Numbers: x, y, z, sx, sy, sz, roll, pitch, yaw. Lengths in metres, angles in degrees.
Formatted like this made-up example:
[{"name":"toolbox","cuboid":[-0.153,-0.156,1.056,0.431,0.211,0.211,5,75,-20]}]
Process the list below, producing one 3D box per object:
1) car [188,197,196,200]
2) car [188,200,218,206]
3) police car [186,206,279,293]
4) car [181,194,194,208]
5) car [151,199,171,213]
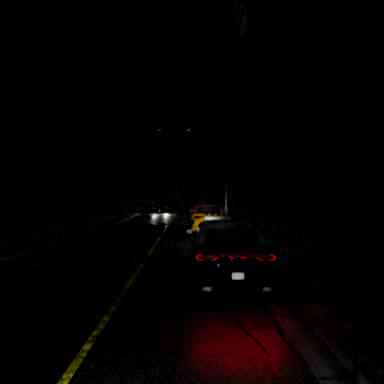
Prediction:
[{"name":"car","cuboid":[0.831,1.412,24.857,1.882,1.535,5.008,0,0,0]},{"name":"car","cuboid":[0.847,1.428,18.856,1.882,1.535,5.008,0,0,0]},{"name":"police car","cuboid":[0.875,1.401,8.965,1.930,1.638,5.238,0,0,0]},{"name":"car","cuboid":[-0.123,1.429,45.758,2.033,1.411,5.357,0,0,0]},{"name":"car","cuboid":[-3.198,1.455,35.406,2.033,1.411,5.357,0,0,0]}]
